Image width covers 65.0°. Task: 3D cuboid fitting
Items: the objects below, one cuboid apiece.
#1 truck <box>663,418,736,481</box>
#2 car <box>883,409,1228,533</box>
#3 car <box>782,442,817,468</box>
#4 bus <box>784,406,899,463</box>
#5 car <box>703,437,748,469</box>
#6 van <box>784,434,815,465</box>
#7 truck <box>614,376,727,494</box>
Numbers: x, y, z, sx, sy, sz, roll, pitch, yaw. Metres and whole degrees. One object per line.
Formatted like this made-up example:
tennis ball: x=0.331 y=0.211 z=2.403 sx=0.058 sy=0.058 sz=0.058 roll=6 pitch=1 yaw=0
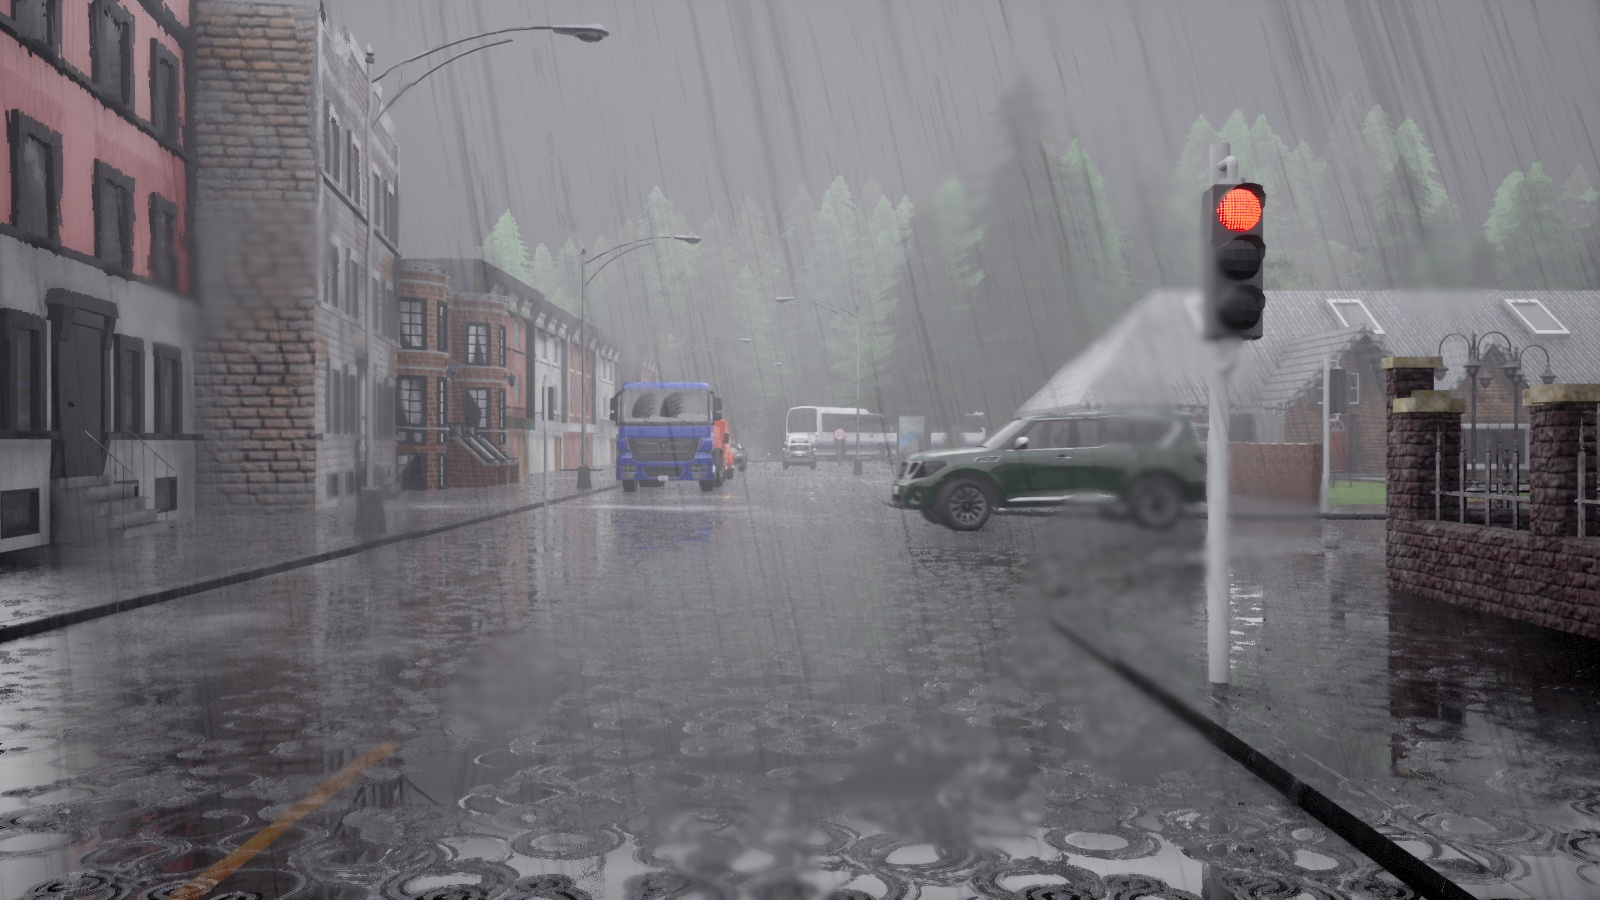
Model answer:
truck: x=-4.061 y=-0.035 z=51.564 sx=2.627 sy=2.467 sz=5.204 roll=0 pitch=0 yaw=0
car: x=4.376 y=0.344 z=22.088 sx=5.566 sy=2.045 sz=2.150 roll=0 pitch=0 yaw=-5
car: x=-0.038 y=0.296 z=73.617 sx=1.970 sy=1.475 sz=3.806 roll=0 pitch=0 yaw=0
bus: x=3.396 y=-1.188 z=98.906 sx=3.944 sy=4.253 sz=10.273 roll=-1 pitch=0 yaw=36
car: x=-4.041 y=0.134 z=68.605 sx=2.152 sy=1.651 sz=5.027 roll=0 pitch=0 yaw=0
van: x=-0.028 y=-0.014 z=85.250 sx=2.069 sy=2.038 sz=4.480 roll=0 pitch=0 yaw=0
truck: x=-4.047 y=-0.470 z=41.022 sx=2.891 sy=3.462 sz=7.936 roll=0 pitch=0 yaw=0
